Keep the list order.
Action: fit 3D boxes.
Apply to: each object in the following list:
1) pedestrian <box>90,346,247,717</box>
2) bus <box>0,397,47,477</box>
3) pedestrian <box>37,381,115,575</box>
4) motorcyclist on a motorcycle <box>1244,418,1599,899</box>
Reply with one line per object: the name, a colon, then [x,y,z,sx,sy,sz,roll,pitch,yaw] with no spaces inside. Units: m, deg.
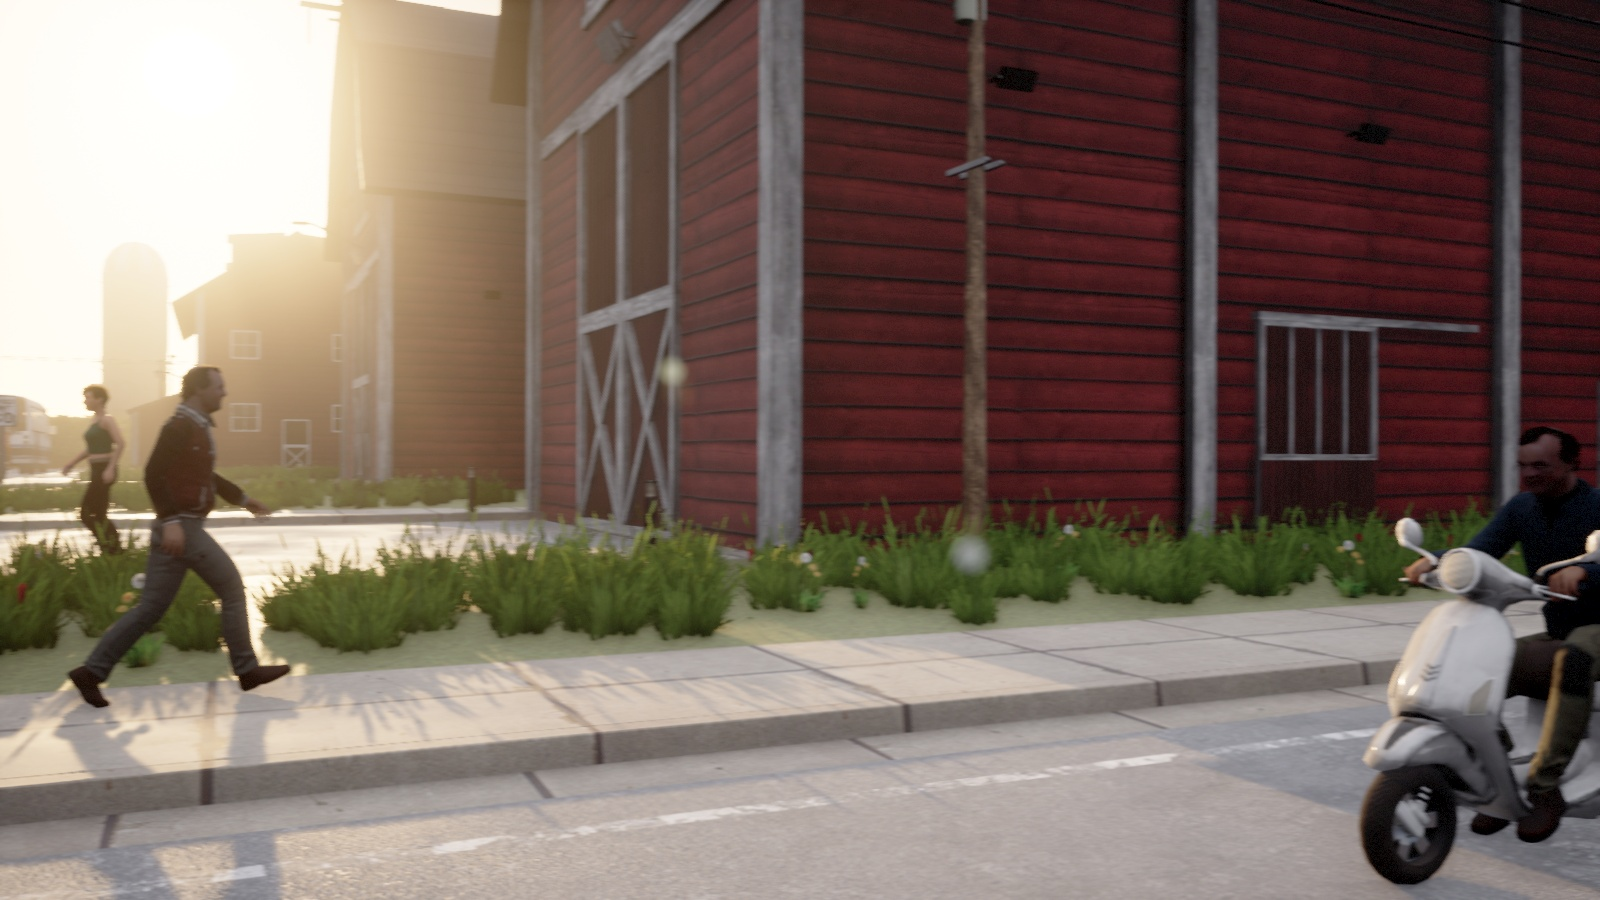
pedestrian: [-3.300,0.405,6.596,0.720,1.854,0.376,0,0,-25]
bus: [-45.369,-0.583,70.923,3.944,4.253,10.273,0,-1,-26]
pedestrian: [-7.038,0.267,12.214,0.594,1.836,0.345,0,0,-42]
motorcyclist on a motorcycle: [2.638,0.698,4.602,1.817,1.590,0.866,0,0,-25]
